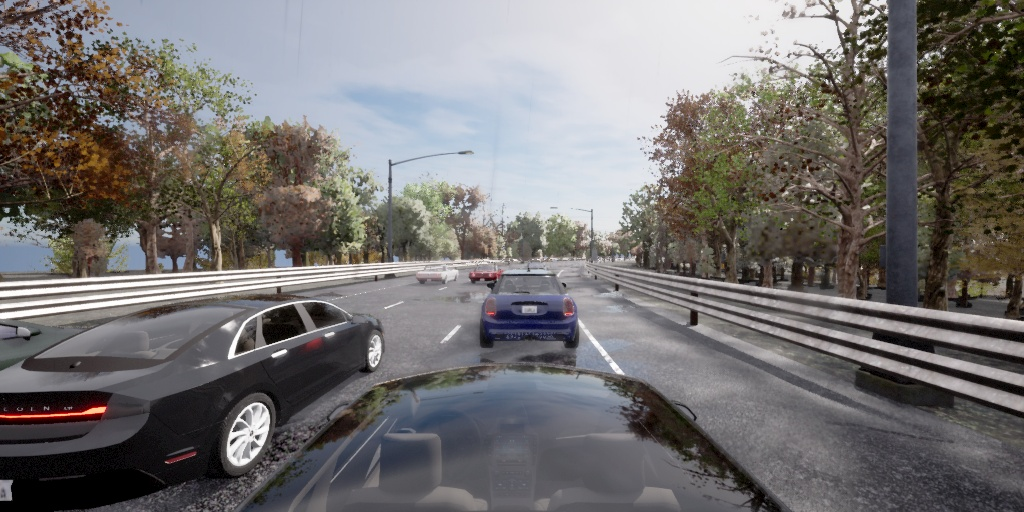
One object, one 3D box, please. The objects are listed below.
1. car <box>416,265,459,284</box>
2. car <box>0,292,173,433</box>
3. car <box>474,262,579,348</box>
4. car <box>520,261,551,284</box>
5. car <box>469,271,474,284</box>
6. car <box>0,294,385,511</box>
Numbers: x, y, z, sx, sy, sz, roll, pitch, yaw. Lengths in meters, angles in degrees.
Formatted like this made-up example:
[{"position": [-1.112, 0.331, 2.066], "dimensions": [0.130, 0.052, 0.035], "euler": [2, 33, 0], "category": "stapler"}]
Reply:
[{"position": [-5.332, 1.319, 26.315], "dimensions": [1.895, 1.301, 4.718], "euler": [0, 0, 6], "category": "car"}, {"position": [-6.803, 1.311, 4.020], "dimensions": [1.994, 1.385, 4.181], "euler": [0, 0, 1], "category": "car"}, {"position": [0.392, 1.098, 9.362], "dimensions": [2.097, 1.767, 4.553], "euler": [0, 0, 1], "category": "car"}, {"position": [1.936, 1.228, 28.136], "dimensions": [2.128, 1.511, 4.902], "euler": [0, 0, 7], "category": "car"}, {"position": [-1.768, 1.328, 26.660], "dimensions": [1.895, 1.301, 4.718], "euler": [0, 0, 7], "category": "car"}, {"position": [-3.286, 1.252, 4.722], "dimensions": [1.837, 1.490, 4.892], "euler": [0, 0, 1], "category": "car"}]
